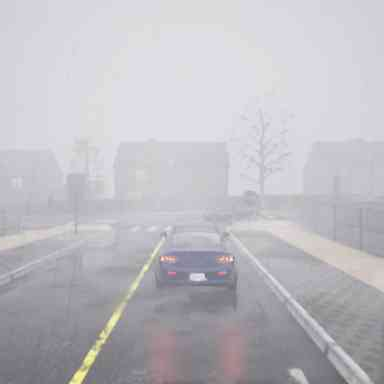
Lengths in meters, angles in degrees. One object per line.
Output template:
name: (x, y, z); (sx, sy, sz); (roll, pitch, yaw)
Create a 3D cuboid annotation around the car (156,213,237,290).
car: (0.091, 1.530, 8.945); (1.812, 1.442, 4.674); (0, 0, 0)

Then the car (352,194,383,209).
car: (15.451, 0.944, 27.783); (4.553, 1.767, 2.097); (-1, 1, 0)

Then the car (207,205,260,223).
car: (2.969, 1.548, 23.631); (1.895, 1.301, 4.718); (-1, 1, 40)
